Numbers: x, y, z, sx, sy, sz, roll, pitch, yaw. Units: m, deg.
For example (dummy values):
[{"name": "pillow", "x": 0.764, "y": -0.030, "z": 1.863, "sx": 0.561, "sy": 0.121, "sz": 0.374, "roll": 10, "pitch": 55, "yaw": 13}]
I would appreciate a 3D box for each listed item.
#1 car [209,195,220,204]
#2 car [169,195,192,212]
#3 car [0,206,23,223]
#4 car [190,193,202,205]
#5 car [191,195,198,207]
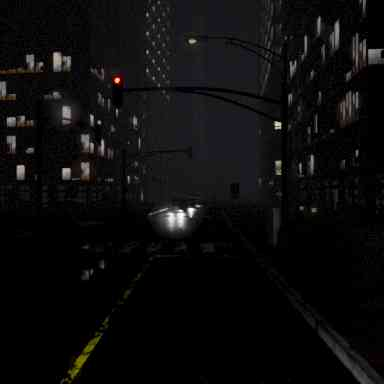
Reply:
[{"name": "car", "x": 4.266, "y": 1.400, "z": 63.406, "sx": 1.882, "sy": 1.535, "sz": 5.008, "roll": 0, "pitch": 0, "yaw": 7}, {"name": "car", "x": -1.530, "y": 1.464, "z": 38.530, "sx": 2.128, "sy": 1.511, "sz": 4.902, "roll": 0, "pitch": 0, "yaw": 5}, {"name": "car", "x": -16.549, "y": 1.854, "z": 27.985, "sx": 4.403, "sy": 1.369, "sz": 2.008, "roll": -1, "pitch": 1, "yaw": 10}, {"name": "car", "x": 0.514, "y": 1.154, "z": 59.015, "sx": 2.150, "sy": 2.045, "sz": 5.566, "roll": 0, "pitch": 1, "yaw": 7}, {"name": "car", "x": -0.628, "y": 1.557, "z": 48.779, "sx": 1.895, "sy": 1.301, "sz": 4.718, "roll": 0, "pitch": 0, "yaw": 6}]
